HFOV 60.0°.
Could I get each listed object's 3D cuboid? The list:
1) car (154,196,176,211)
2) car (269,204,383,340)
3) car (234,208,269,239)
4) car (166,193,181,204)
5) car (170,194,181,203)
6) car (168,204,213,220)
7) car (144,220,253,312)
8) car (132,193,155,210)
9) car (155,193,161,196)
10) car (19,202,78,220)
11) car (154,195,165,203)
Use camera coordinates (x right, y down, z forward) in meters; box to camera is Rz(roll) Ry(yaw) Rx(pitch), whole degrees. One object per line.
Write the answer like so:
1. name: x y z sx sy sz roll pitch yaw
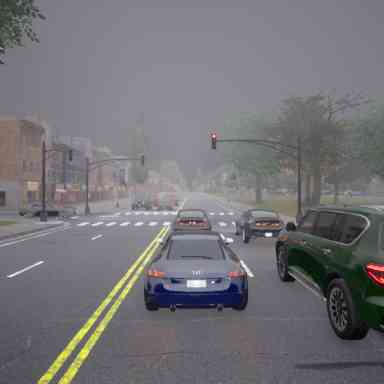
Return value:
1. car: -3.427 1.621 42.917 1.837 1.490 4.892 0 0 0
2. car: 3.314 1.235 6.677 2.150 2.045 5.566 0 0 0
3. car: 3.263 1.581 16.539 1.837 1.490 4.892 0 0 0
4. car: -3.447 1.258 55.156 2.150 2.045 5.566 0 0 0
5. car: -3.380 1.258 69.456 2.097 1.767 4.553 0 1 0
6. car: 0.010 1.582 16.711 1.837 1.490 4.892 0 0 1
7. car: 0.066 1.583 7.824 1.994 1.385 4.181 0 0 0
8. car: -6.685 1.329 44.851 2.150 2.045 5.566 0 0 0
9. car: -6.688 1.257 55.104 2.150 2.045 5.566 0 0 0
10. car: -12.603 1.635 29.362 4.902 1.511 2.128 0 0 -3
11. car: -6.641 1.443 68.202 1.812 1.442 4.674 0 1 1
